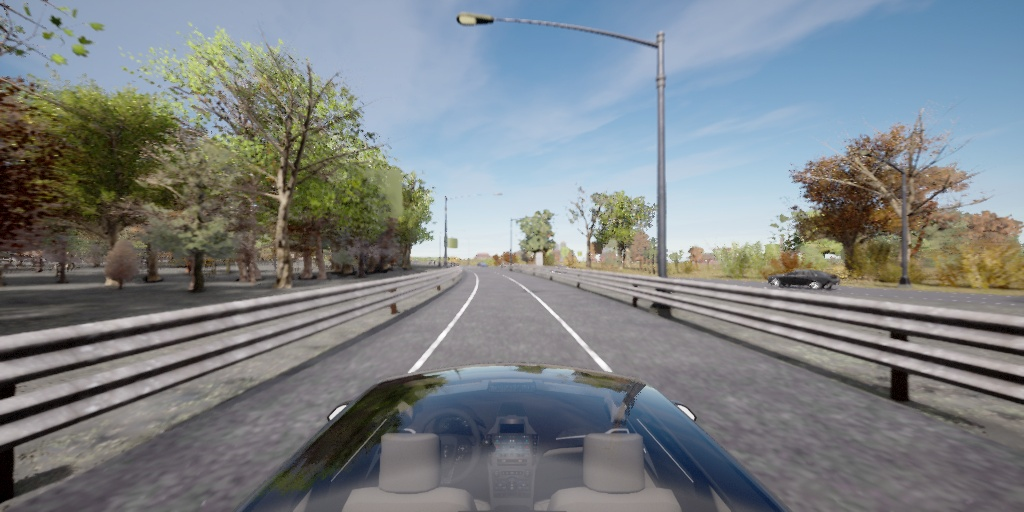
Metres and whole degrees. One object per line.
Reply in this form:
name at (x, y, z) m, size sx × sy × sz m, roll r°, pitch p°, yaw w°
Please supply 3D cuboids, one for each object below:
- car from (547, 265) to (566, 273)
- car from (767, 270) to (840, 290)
car at (8.069, 2.229, 64.347) m, size 1.994 × 1.385 × 4.181 m, roll 0°, pitch -1°, yaw -25°
car at (24.088, 1.907, 29.874) m, size 1.837 × 1.490 × 4.892 m, roll 0°, pitch -1°, yaw -25°
